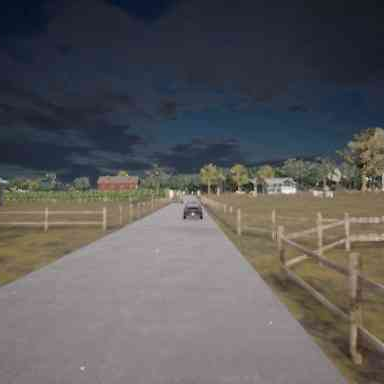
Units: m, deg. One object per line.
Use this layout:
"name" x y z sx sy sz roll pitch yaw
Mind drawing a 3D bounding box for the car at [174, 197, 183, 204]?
"car" -2.767 1.867 72.104 2.033 1.411 5.357 0 0 0

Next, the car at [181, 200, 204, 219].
"car" 0.090 1.747 32.123 1.837 1.490 4.892 0 0 0
